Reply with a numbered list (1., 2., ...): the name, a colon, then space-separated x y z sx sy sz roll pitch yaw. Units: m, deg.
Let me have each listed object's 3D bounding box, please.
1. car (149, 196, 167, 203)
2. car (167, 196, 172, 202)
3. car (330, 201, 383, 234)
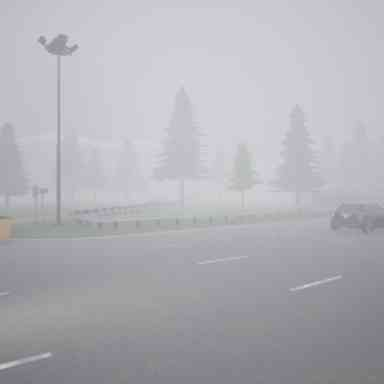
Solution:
1. car: -6.311 1.625 59.707 1.895 1.301 4.718 0 0 5
2. car: -5.465 1.508 69.652 1.882 1.535 5.008 0 0 5
3. car: 10.242 1.372 19.653 4.553 1.767 2.097 0 0 -35
